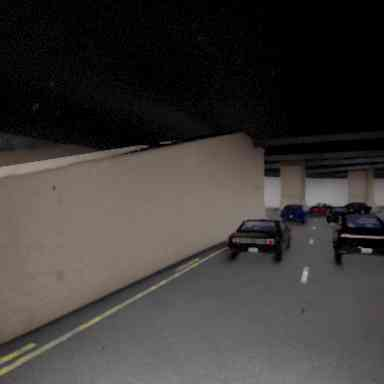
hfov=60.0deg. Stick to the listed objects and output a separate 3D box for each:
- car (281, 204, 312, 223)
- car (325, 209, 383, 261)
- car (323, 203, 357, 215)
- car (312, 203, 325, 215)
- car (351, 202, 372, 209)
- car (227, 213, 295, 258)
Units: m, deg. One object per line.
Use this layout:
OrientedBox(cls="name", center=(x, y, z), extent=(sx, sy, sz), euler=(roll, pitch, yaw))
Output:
OrientedBox(cls="car", center=(8.820, 1.774, 28.436), extent=(1.882, 1.535, 5.008), euler=(0, 0, 24))
OrientedBox(cls="car", center=(6.293, 1.623, 12.558), extent=(2.128, 1.511, 4.902), euler=(0, -1, 21))
OrientedBox(cls="car", center=(11.797, 1.839, 26.545), extent=(1.994, 1.385, 4.181), euler=(0, -1, 24))
OrientedBox(cls="car", center=(15.447, 1.970, 39.164), extent=(1.994, 1.385, 4.181), euler=(-1, -1, 44))
OrientedBox(cls="car", center=(18.702, 1.863, 37.466), extent=(5.008, 1.535, 1.882), euler=(0, -1, -45))
OrientedBox(cls="car", center=(2.932, 1.745, 13.578), extent=(1.895, 1.301, 4.718), euler=(0, -1, 21))
